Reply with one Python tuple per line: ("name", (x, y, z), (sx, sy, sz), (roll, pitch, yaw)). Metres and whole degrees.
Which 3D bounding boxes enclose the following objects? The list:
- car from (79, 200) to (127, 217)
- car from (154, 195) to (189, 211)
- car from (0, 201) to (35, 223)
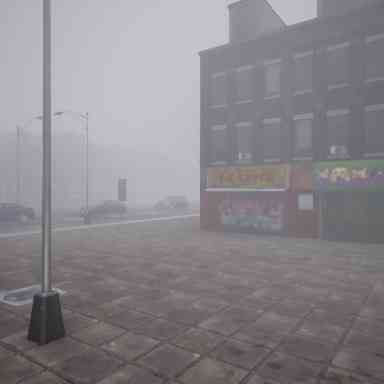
("car", (-8.027, 1.446, 30.346), (1.812, 1.442, 4.674), (0, 0, 35))
("car", (-2.308, 1.237, 38.495), (2.097, 1.767, 4.553), (0, 0, 35))
("car", (-13.390, 1.432, 22.690), (1.882, 1.535, 5.008), (0, 0, 35))
